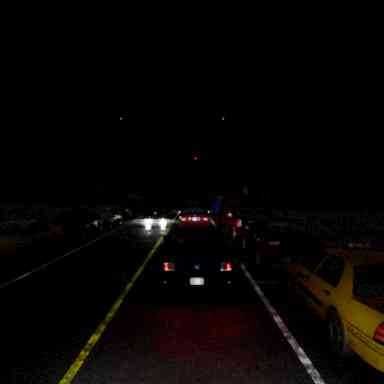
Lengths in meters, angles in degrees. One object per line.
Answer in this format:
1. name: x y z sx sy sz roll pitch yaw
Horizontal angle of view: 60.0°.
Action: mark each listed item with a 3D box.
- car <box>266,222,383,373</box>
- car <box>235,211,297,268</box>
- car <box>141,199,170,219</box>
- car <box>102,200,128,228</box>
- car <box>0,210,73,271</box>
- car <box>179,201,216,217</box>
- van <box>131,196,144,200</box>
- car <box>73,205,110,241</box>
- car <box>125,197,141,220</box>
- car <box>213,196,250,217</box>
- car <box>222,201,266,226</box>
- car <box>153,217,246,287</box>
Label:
1. car: 2.771 1.520 5.800 1.752 1.417 4.829 0 0 0
2. car: 2.781 1.535 11.068 1.887 1.381 4.507 0 0 0
3. car: -2.959 1.542 28.951 1.994 1.385 4.181 0 0 0
4. car: -5.724 1.507 21.789 1.752 1.417 4.829 0 0 0
5. car: -5.745 1.515 10.914 1.752 1.417 4.829 0 0 0
6. car: 0.137 1.531 20.760 2.033 1.411 5.357 0 0 0
7. van: -5.703 1.316 32.834 1.690 1.788 3.998 0 0 0
8. car: -5.734 1.552 16.521 1.947 1.339 4.313 0 0 0
9. car: -5.713 1.419 27.396 1.967 1.590 4.097 0 0 0
10. car: 2.801 1.297 21.943 2.192 1.841 5.009 0 0 0
11. car: 2.791 1.426 16.505 1.967 1.590 4.097 0 0 0
12. car: 0.116 1.593 9.211 1.895 1.301 4.718 0 0 0
